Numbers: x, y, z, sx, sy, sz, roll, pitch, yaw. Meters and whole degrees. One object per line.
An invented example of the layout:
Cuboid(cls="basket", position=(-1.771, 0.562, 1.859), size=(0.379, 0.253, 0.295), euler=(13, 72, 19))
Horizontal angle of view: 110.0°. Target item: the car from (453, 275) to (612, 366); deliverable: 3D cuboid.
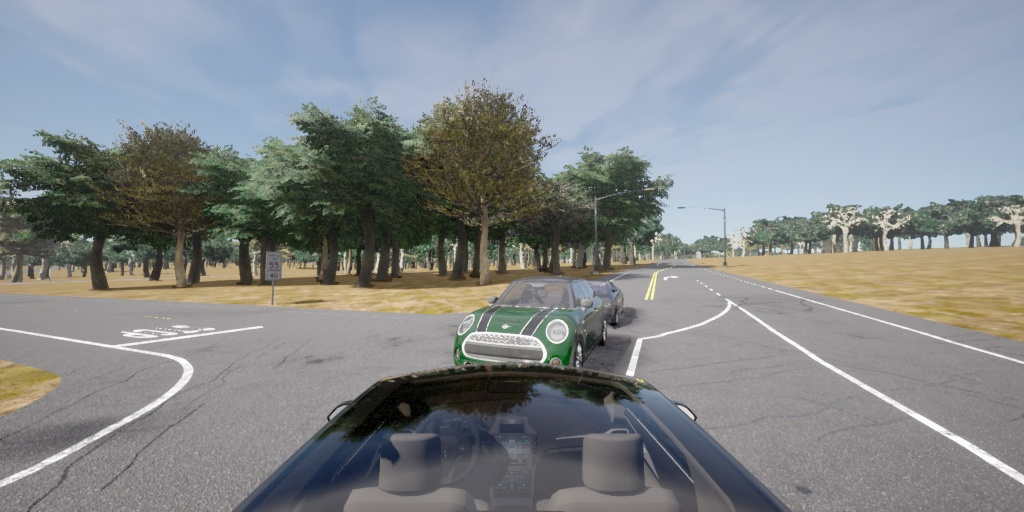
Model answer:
Cuboid(cls="car", position=(0.668, 1.223, 7.505), size=(2.097, 1.767, 4.553), euler=(-1, -2, 22))

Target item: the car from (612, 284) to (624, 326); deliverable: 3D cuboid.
Cuboid(cls="car", position=(2.884, 1.555, 12.941), size=(1.994, 1.385, 4.181), euler=(-2, 0, 22))
